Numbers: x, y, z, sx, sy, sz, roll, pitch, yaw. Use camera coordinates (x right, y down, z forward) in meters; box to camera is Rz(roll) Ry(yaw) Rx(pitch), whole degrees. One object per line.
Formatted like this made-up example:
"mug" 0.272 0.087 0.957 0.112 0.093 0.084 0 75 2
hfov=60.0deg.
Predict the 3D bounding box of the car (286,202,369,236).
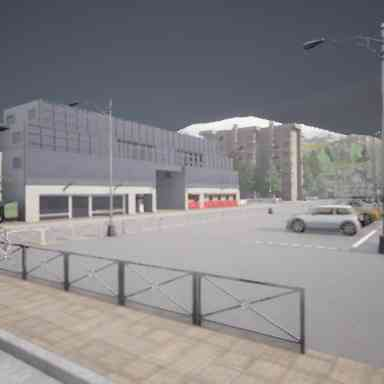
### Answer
"car" 7.118 1.473 17.911 3.806 1.475 1.970 -1 0 35

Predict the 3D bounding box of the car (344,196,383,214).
"car" 19.306 1.346 36.381 4.605 1.855 1.932 -1 0 35

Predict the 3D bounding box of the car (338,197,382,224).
"car" 10.564 1.398 23.334 5.027 1.636 2.152 -1 0 35

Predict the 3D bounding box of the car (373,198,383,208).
"car" 30.167 1.621 51.461 3.633 1.501 1.845 -1 0 35
